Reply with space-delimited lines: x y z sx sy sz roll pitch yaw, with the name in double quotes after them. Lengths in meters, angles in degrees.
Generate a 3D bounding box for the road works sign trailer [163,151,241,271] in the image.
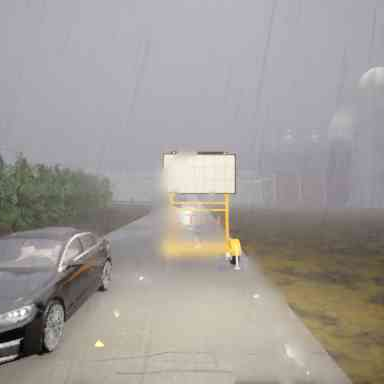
0.233 0.471 11.020 2.380 3.560 2.880 0 0 -4 "road works sign trailer"

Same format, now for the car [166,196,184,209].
-2.649 1.762 49.478 1.994 1.385 4.181 0 0 0 "car"

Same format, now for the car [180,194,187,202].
-2.403 1.672 87.339 2.150 2.045 5.566 0 -1 0 "car"

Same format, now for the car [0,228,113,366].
-2.825 1.492 6.159 2.128 1.511 4.902 0 0 0 "car"
